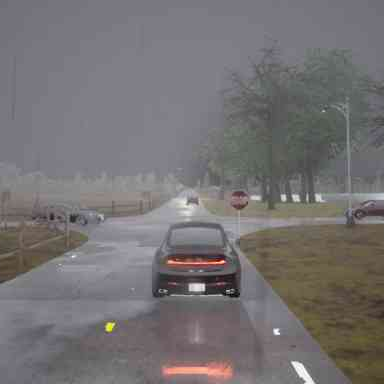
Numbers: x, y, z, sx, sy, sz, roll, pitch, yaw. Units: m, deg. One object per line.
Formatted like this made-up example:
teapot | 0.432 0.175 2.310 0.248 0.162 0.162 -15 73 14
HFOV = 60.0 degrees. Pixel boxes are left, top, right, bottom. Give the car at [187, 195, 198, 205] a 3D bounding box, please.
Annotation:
car | 0.091 1.337 56.042 1.837 1.490 4.892 0 1 0

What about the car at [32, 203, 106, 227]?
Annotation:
car | -7.982 1.438 21.620 4.902 1.511 2.128 -1 -1 16

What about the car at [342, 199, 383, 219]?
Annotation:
car | 14.075 1.300 25.683 4.674 1.442 1.812 -1 -1 0

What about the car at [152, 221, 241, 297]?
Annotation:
car | 0.095 1.506 8.532 1.837 1.490 4.892 0 0 0
